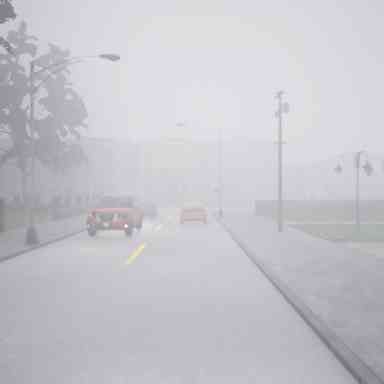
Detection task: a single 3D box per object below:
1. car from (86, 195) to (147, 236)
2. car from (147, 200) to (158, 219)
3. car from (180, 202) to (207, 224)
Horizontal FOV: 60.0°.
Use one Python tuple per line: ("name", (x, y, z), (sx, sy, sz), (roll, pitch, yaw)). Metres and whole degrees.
("car", (-4.098, 1.203, 18.586), (2.150, 2.045, 5.566), (0, 0, 0))
("car", (-4.059, 1.463, 28.666), (2.128, 1.511, 4.902), (0, 0, 0))
("car", (0.107, 1.453, 24.610), (1.882, 1.535, 5.008), (0, 0, 0))
